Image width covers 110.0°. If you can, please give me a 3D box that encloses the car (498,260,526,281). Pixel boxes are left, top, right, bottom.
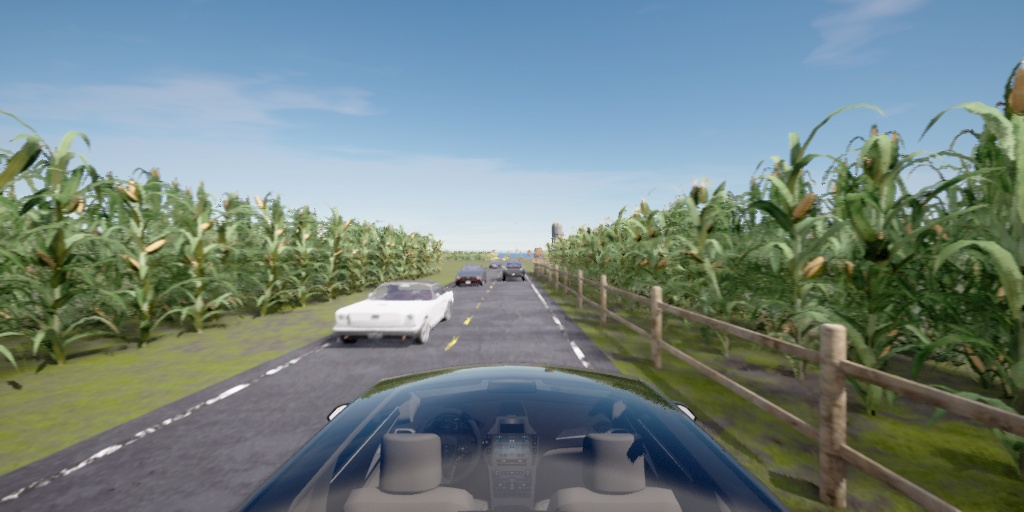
[{"bbox_3d":[0.140,1.254,30.578,2.128,1.511,4.902,0,0,0],"label":"car"}]

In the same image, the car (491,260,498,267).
[{"bbox_3d":[-2.709,1.323,58.729,1.812,1.442,4.674,0,0,1],"label":"car"}]

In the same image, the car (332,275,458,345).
[{"bbox_3d":[-2.840,1.347,9.646,1.895,1.301,4.718,0,0,0],"label":"car"}]

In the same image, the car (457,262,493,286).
[{"bbox_3d":[-2.751,1.301,25.402,2.033,1.411,5.357,0,0,1],"label":"car"}]
